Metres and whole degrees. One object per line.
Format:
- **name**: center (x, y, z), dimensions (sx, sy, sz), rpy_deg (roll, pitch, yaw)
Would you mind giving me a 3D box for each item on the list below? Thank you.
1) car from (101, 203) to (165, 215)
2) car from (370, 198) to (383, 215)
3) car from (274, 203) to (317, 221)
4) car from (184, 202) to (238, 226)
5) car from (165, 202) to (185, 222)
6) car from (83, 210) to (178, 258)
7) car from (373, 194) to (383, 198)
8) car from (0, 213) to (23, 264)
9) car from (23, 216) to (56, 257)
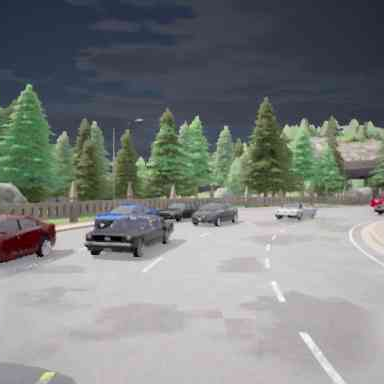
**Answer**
- **car**: center (-3.725, 1.464, 19.692), dimensions (1.882, 1.535, 5.008), rpy_deg (0, 0, 22)
- **car**: center (19.897, 1.524, 32.314), dimensions (5.357, 1.411, 2.033), rpy_deg (0, 0, -32)
- **car**: center (8.536, 1.581, 27.102), dimensions (1.895, 1.301, 4.718), rpy_deg (0, 0, 38)
- **car**: center (1.676, 1.489, 23.237), dimensions (1.837, 1.490, 4.892), rpy_deg (0, 0, 29)
- **car**: center (-0.748, 1.529, 26.473), dimensions (2.033, 1.411, 5.357), rpy_deg (0, 0, 31)
- **car**: center (-2.237, 1.592, 13.052), dimensions (1.895, 1.301, 4.718), rpy_deg (0, 0, 14)
- **car**: center (22.934, 1.195, 37.808), dimensions (5.566, 2.045, 2.150), rpy_deg (0, 0, -22)
- **car**: center (-3.419, 1.224, 1.593), dimensions (2.150, 2.045, 5.566), rpy_deg (0, 0, 2)
- **car**: center (-6.170, 1.471, 10.214), dimensions (1.882, 1.535, 5.008), rpy_deg (0, 0, 8)
